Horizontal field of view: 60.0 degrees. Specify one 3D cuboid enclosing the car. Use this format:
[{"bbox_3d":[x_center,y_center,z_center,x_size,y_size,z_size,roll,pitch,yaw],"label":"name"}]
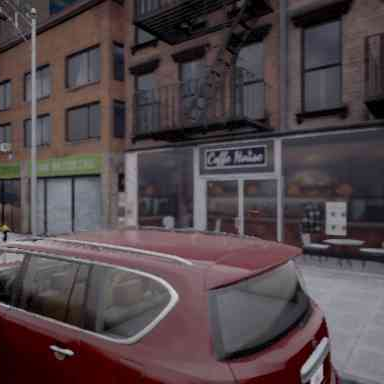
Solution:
[{"bbox_3d":[-1.114,1.323,3.604,5.009,1.841,2.192,0,0,36],"label":"car"}]
